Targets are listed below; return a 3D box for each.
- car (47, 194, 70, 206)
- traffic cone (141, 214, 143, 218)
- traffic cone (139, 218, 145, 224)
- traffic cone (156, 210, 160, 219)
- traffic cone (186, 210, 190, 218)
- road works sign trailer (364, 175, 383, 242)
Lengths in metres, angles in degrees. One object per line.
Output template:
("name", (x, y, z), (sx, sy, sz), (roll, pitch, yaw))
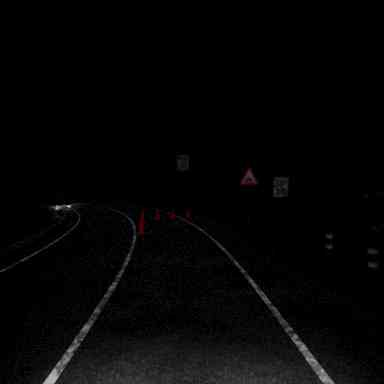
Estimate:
("car", (-17.485, 0.949, 43.454), (1.812, 1.442, 4.674), (-5, 3, -40))
("traffic cone", (-2.684, 1.619, 17.722), (0.340, 0.580, 0.340), (-1, 2, -8))
("traffic cone", (-2.411, 1.669, 15.741), (0.340, 0.580, 0.340), (-1, 2, -8))
("traffic cone", (-2.241, 1.490, 21.810), (0.340, 0.580, 0.340), (-1, 2, -7))
("traffic cone", (-0.259, 1.440, 22.072), (0.340, 0.580, 0.340), (-1, 2, -9))
("road works sign trailer", (7.393, 0.819, 10.791), (2.380, 2.880, 3.560), (43, 2, -1))
